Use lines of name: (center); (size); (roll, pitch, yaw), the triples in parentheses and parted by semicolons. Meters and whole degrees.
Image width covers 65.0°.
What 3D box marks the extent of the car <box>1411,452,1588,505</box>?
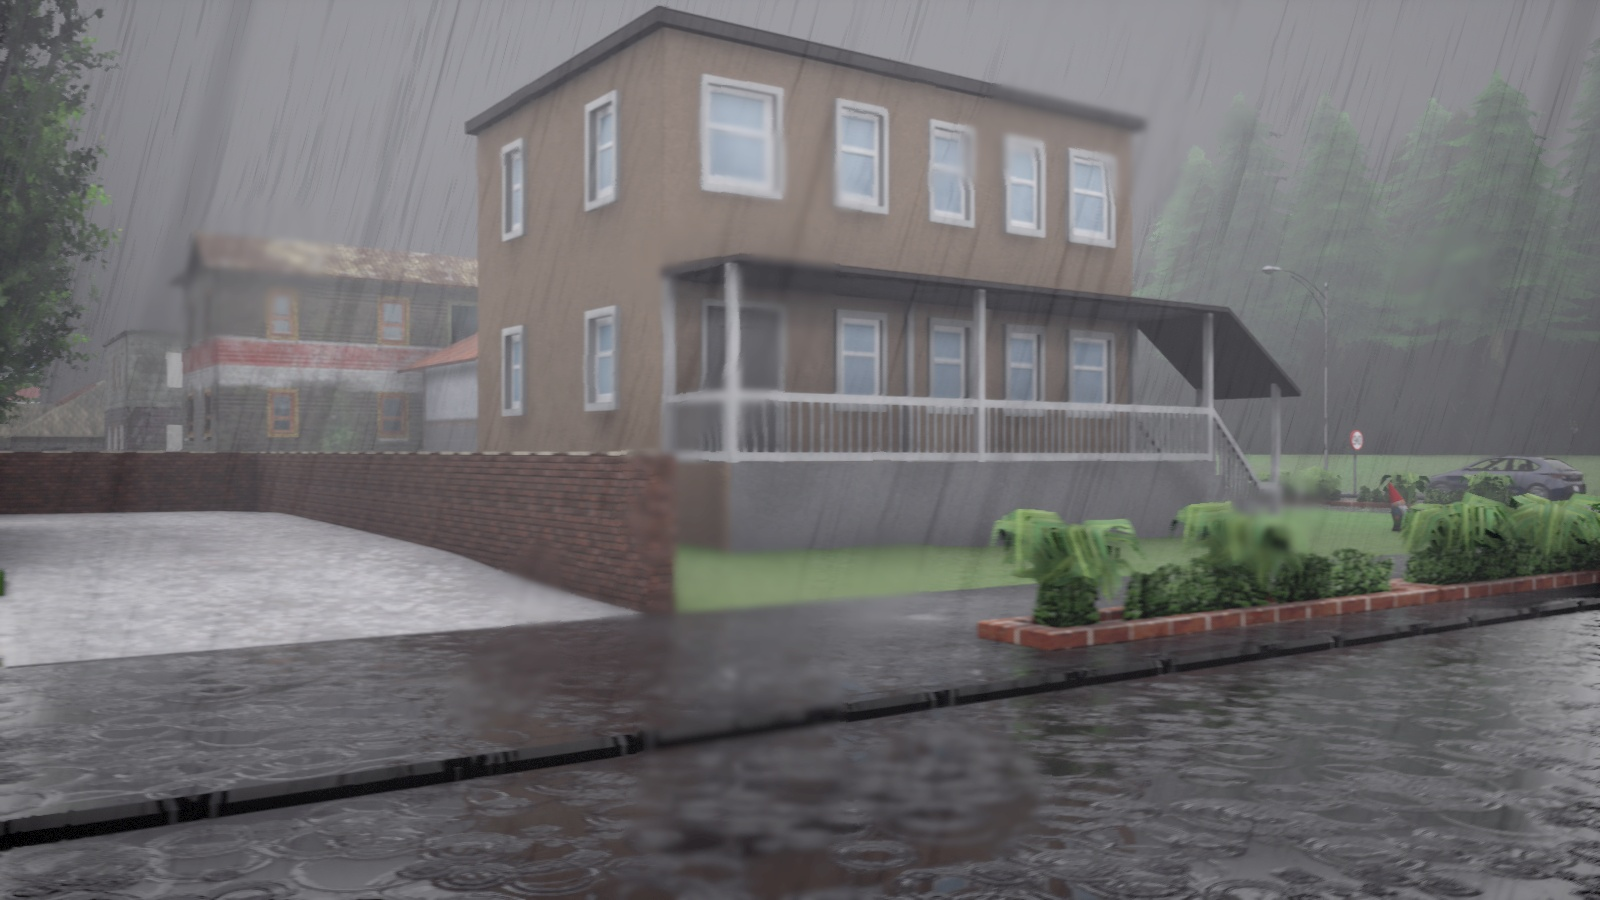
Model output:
car: (20.583, 0.806, 37.101); (1.816, 1.474, 4.193); (0, 0, -35)
